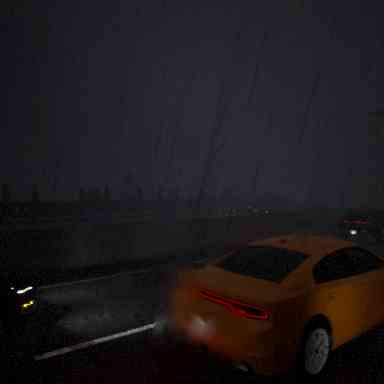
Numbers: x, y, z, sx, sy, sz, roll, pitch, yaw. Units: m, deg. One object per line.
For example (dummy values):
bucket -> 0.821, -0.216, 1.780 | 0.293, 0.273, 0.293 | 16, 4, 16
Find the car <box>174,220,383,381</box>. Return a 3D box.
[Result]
car -> 2.040, 1.484, 5.597 | 5.008, 1.535, 1.882 | 0, 0, -38

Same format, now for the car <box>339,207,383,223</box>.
car -> 8.855, 1.526, 16.454 | 1.837, 1.490, 4.892 | 0, 0, 45

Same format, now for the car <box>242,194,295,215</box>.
car -> 7.159, 1.253, 30.546 | 2.150, 2.045, 5.566 | 0, 0, 38

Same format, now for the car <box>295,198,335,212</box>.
car -> 10.707, 1.525, 29.481 | 2.128, 1.511, 4.902 | 0, 0, 37

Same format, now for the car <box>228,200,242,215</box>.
car -> 5.534, 1.538, 34.211 | 1.837, 1.490, 4.892 | 0, 0, 37

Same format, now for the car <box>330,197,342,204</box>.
car -> 28.286, 1.617, 65.916 | 2.033, 1.411, 5.357 | 0, 0, 15

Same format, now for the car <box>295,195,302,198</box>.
car -> 22.188, 1.420, 70.964 | 2.097, 1.767, 4.553 | 0, 0, 12

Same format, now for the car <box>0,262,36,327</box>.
car -> -4.898, 1.503, 4.716 | 4.892, 1.490, 1.837 | 1, 0, -35
